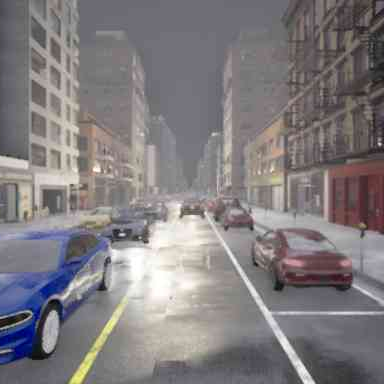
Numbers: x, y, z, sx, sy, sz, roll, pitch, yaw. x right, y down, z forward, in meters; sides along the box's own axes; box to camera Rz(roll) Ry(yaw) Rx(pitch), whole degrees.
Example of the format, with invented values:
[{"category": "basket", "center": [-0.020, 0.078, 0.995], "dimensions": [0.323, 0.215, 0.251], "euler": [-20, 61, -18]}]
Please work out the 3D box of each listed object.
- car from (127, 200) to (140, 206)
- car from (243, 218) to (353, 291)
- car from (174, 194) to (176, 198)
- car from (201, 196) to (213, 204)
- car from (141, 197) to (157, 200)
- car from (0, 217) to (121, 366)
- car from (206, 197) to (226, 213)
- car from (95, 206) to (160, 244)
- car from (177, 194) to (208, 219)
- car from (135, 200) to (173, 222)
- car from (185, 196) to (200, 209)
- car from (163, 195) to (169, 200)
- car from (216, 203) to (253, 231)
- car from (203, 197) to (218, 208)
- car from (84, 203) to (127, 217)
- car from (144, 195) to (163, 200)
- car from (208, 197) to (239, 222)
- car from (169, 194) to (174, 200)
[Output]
[{"category": "car", "center": [-5.380, 1.532, 25.749], "dimensions": [1.947, 1.339, 4.313], "euler": [0, 0, 0]}, {"category": "car", "center": [2.640, 1.573, 8.708], "dimensions": [1.802, 1.307, 4.206], "euler": [0, 0, 0]}, {"category": "car", "center": [-5.365, 1.426, 76.884], "dimensions": [2.008, 1.369, 4.403], "euler": [0, 0, 0]}, {"category": "car", "center": [2.655, 1.473, 59.840], "dimensions": [1.947, 1.339, 4.313], "euler": [0, 0, 0]}, {"category": "car", "center": [-5.377, 1.512, 37.112], "dimensions": [1.947, 1.339, 4.313], "euler": [0, 0, 0]}, {"category": "car", "center": [-2.848, 1.471, 6.162], "dimensions": [1.882, 1.535, 5.008], "euler": [0, 0, 0]}, {"category": "car", "center": [2.648, 1.386, 37.114], "dimensions": [1.967, 1.590, 4.097], "euler": [0, 0, 0]}, {"category": "car", "center": [-2.842, 1.546, 15.555], "dimensions": [1.994, 1.385, 4.181], "euler": [0, 0, 0]}, {"category": "car", "center": [0.026, 1.311, 29.136], "dimensions": [2.097, 1.767, 4.553], "euler": [0, 0, 0]}, {"category": "car", "center": [-2.798, 1.530, 25.577], "dimensions": [1.994, 1.385, 4.181], "euler": [0, 0, 1]}, {"category": "car", "center": [0.081, 1.409, 45.747], "dimensions": [1.882, 1.535, 5.008], "euler": [0, 0, 0]}, {"category": "car", "center": [-5.372, 1.357, 54.157], "dimensions": [1.967, 1.590, 4.097], "euler": [0, 0, 0]}, {"category": "car", "center": [2.643, 1.558, 20.071], "dimensions": [1.802, 1.307, 4.206], "euler": [0, 0, 0]}, {"category": "car", "center": [2.652, 1.478, 48.477], "dimensions": [2.008, 1.369, 4.403], "euler": [0, 0, 0]}, {"category": "car", "center": [-5.382, 1.501, 19.897], "dimensions": [1.752, 1.417, 4.829], "euler": [0, 0, 0]}, {"category": "car", "center": [-5.375, 1.252, 42.793], "dimensions": [2.192, 1.841, 5.009], "euler": [0, 0, 0]}, {"category": "car", "center": [2.645, 1.281, 25.752], "dimensions": [2.192, 1.841, 5.009], "euler": [0, 0, 0]}, {"category": "car", "center": [-5.367, 1.468, 71.203], "dimensions": [1.802, 1.307, 4.206], "euler": [0, 0, 0]}]
